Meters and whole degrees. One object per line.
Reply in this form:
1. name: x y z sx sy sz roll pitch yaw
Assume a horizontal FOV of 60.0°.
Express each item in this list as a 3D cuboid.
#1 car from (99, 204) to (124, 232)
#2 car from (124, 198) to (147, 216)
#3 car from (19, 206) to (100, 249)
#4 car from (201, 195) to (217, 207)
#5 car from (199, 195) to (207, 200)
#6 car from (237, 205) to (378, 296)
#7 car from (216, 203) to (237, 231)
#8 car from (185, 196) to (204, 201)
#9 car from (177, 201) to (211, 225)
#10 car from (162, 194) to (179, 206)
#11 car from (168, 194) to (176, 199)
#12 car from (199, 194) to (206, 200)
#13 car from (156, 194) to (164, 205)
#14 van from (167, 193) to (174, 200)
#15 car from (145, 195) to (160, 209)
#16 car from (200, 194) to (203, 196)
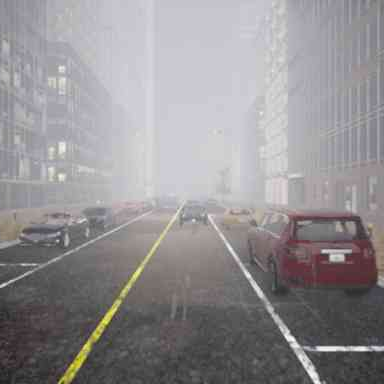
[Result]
1. car: -5.685 1.528 19.969 1.947 1.339 4.313 0 0 0
2. car: -5.684 1.519 31.352 1.802 1.307 4.206 0 0 0
3. car: -5.685 1.525 14.276 2.008 1.369 4.403 0 0 0
4. car: 2.697 1.462 48.416 1.947 1.339 4.313 0 0 0
5. car: 2.700 1.386 82.568 1.802 1.307 4.206 0 0 0
6. car: 2.696 1.300 8.571 2.192 1.841 5.009 0 0 0
7. car: 2.696 1.487 20.125 1.752 1.417 4.829 0 0 0
8. car: 0.105 1.478 40.923 1.994 1.385 4.181 0 0 0
9. car: 0.102 1.555 23.844 1.895 1.301 4.718 0 0 0
10. car: -3.004 1.434 52.219 2.033 1.411 5.357 0 0 0
11. car: -5.680 1.336 93.968 1.947 1.339 4.313 0 0 0
12. car: 2.700 1.312 88.430 1.752 1.417 4.829 0 0 0
13. car: -5.683 1.426 54.122 1.887 1.381 4.507 0 0 0
14. van: -5.679 1.128 88.275 1.690 1.788 3.998 0 0 0
15. car: -5.684 1.461 42.737 2.008 1.369 4.403 0 0 0
16. car: 2.700 1.277 71.183 1.967 1.590 4.097 0 0 0
